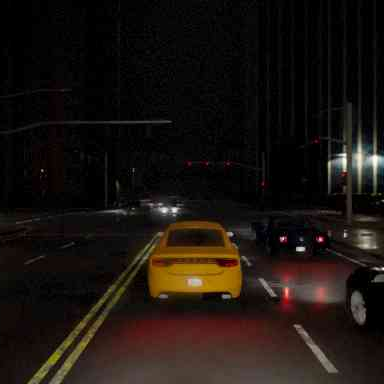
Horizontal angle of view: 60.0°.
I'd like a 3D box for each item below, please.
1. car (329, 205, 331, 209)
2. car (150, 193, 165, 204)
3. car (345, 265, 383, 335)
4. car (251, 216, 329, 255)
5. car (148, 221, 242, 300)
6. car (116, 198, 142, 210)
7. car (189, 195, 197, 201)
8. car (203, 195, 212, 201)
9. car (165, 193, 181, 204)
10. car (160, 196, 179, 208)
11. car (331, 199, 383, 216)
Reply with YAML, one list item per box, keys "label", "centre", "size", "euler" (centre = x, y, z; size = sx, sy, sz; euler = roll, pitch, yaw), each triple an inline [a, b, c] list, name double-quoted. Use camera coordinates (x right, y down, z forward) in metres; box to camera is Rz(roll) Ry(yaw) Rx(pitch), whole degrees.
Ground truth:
- label: "car"
  centre: [19.031, 1.547, 38.933]
  size: [5.357, 1.411, 2.033]
  euler: [0, 0, 0]
- label: "car"
  centre: [-6.867, 1.506, 64.342]
  size: [1.837, 1.490, 4.892]
  euler: [0, 0, 1]
- label: "car"
  centre: [3.611, 1.505, 3.963]
  size: [1.837, 1.490, 4.892]
  euler: [0, 0, 0]
- label: "car"
  centre: [3.618, 1.601, 13.234]
  size: [1.895, 1.301, 4.718]
  euler: [0, 0, 0]
- label: "car"
  centre: [0.078, 1.478, 8.475]
  size: [1.882, 1.535, 5.008]
  euler: [0, 0, 1]
- label: "car"
  centre: [-8.327, 1.493, 44.112]
  size: [2.128, 1.511, 4.902]
  euler: [0, 0, 17]
- label: "car"
  centre: [0.225, 1.367, 80.170]
  size: [1.994, 1.385, 4.181]
  euler: [0, 0, 0]
- label: "car"
  centre: [3.724, 1.429, 79.621]
  size: [1.837, 1.490, 4.892]
  euler: [0, 0, 0]
- label: "car"
  centre: [-3.369, 1.224, 64.075]
  size: [2.150, 2.045, 5.566]
  euler: [0, 0, 1]
- label: "car"
  centre: [-3.248, 1.601, 48.891]
  size: [1.895, 1.301, 4.718]
  euler: [0, 0, -3]
- label: "car"
  centre: [16.251, 1.601, 31.620]
  size: [4.718, 1.301, 1.895]
  euler: [0, 0, -1]
